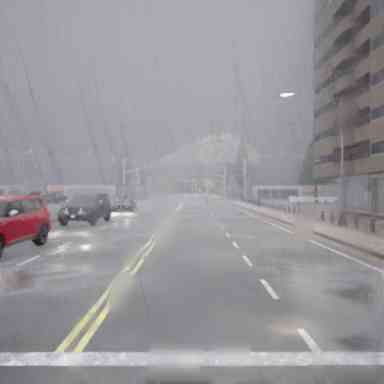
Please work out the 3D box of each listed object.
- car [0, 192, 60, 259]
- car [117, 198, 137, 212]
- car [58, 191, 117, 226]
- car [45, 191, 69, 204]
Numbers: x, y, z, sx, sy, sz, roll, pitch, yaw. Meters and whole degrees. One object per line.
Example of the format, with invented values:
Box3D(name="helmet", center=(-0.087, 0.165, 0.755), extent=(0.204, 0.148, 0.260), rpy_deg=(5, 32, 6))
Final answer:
Box3D(name="car", center=(-7.073, 1.165, 11.991), extent=(2.150, 2.045, 5.566), rpy_deg=(0, 0, 0))
Box3D(name="car", center=(-7.003, 1.347, 34.912), extent=(1.994, 1.385, 4.181), rpy_deg=(0, 0, 0))
Box3D(name="car", center=(-7.047, 1.091, 22.564), extent=(2.150, 2.045, 5.566), rpy_deg=(0, 0, 1))
Box3D(name="car", center=(-20.928, 0.820, 51.808), extent=(1.932, 1.855, 4.605), rpy_deg=(0, 0, 0))
